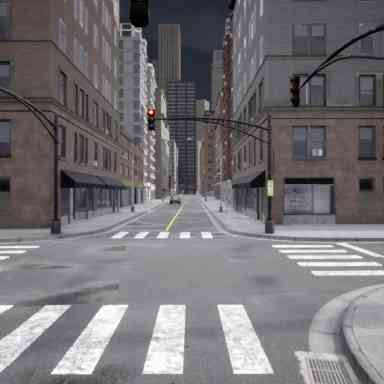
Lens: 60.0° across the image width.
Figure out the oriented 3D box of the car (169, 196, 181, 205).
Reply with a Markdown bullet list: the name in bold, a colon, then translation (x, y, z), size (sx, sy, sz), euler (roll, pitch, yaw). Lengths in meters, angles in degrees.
- **car**: translation (-2.989, 1.458, 59.635), size (1.882, 1.535, 5.008), euler (0, 0, 0)
